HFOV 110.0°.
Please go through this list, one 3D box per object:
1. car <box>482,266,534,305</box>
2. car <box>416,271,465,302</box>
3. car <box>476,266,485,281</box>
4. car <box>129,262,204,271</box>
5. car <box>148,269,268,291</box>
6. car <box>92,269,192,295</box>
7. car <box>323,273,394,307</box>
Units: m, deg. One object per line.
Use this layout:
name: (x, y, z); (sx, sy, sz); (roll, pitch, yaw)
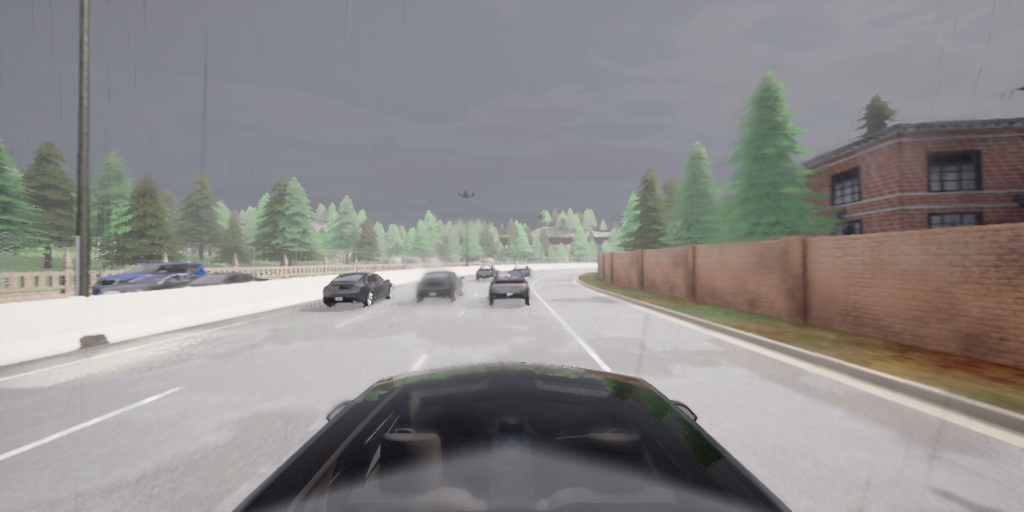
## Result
car: (-0.134, 1.457, 17.582); (2.128, 1.511, 4.902); (0, -1, -1)
car: (-3.646, 1.517, 18.778); (1.837, 1.490, 4.892); (0, 0, -1)
car: (-2.412, 1.742, 37.377); (2.128, 1.511, 4.902); (-1, -1, 9)
car: (-21.306, 1.414, 21.584); (2.150, 2.045, 5.566); (-1, -1, 0)
car: (-14.290, 1.560, 17.613); (1.882, 1.535, 5.008); (-1, -1, 0)
car: (-17.790, 1.611, 18.268); (2.128, 1.511, 4.902); (0, -1, 0)
car: (-7.128, 1.523, 17.102); (1.837, 1.490, 4.892); (0, 0, -1)
